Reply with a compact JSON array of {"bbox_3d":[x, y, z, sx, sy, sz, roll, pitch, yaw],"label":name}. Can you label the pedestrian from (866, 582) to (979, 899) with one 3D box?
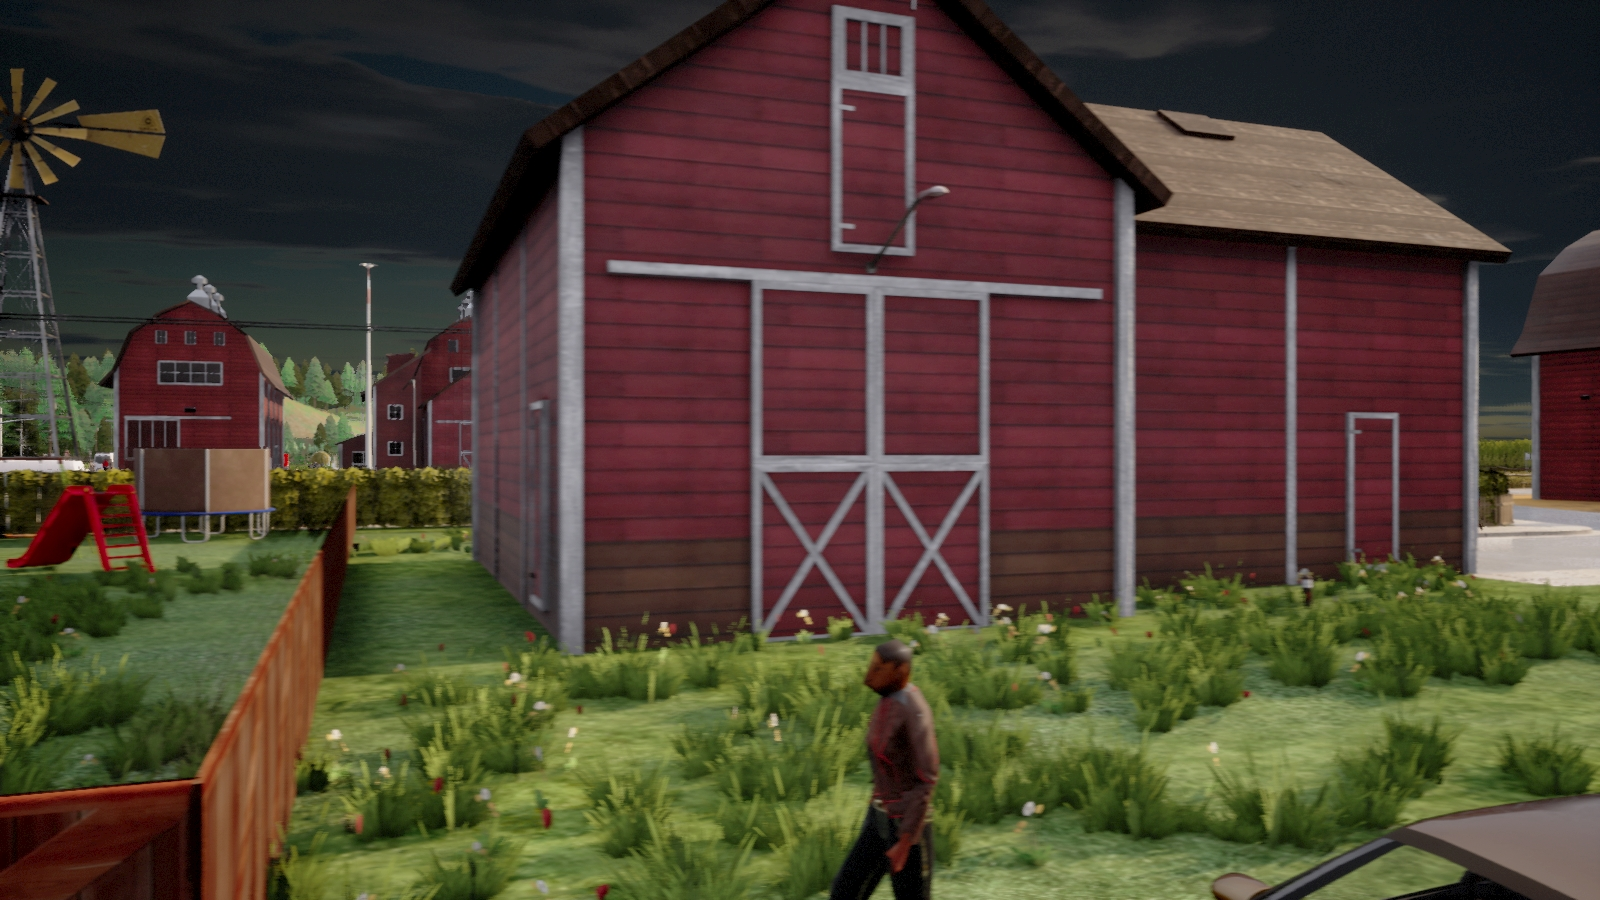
[{"bbox_3d":[0.552,1.555,5.180,0.375,1.860,0.375,0,0,-22],"label":"pedestrian"}]
